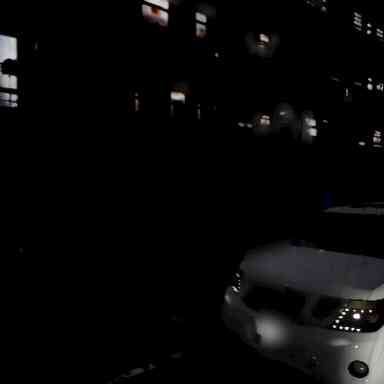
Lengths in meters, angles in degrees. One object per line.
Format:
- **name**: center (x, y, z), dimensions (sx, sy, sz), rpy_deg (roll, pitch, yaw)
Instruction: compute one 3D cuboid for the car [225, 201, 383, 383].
- **car**: center (3.103, 1.192, 5.301), dimensions (5.566, 2.045, 2.150), rpy_deg (0, 0, -35)
